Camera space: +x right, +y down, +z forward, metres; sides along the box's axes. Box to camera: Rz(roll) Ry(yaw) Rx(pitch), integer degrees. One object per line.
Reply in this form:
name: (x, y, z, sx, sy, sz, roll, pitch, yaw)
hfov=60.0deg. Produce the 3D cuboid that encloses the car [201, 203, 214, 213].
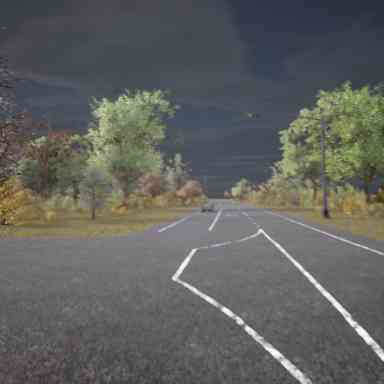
car: (2.392, 2.431, 50.041, 2.033, 1.411, 5.357, -2, -1, 6)
